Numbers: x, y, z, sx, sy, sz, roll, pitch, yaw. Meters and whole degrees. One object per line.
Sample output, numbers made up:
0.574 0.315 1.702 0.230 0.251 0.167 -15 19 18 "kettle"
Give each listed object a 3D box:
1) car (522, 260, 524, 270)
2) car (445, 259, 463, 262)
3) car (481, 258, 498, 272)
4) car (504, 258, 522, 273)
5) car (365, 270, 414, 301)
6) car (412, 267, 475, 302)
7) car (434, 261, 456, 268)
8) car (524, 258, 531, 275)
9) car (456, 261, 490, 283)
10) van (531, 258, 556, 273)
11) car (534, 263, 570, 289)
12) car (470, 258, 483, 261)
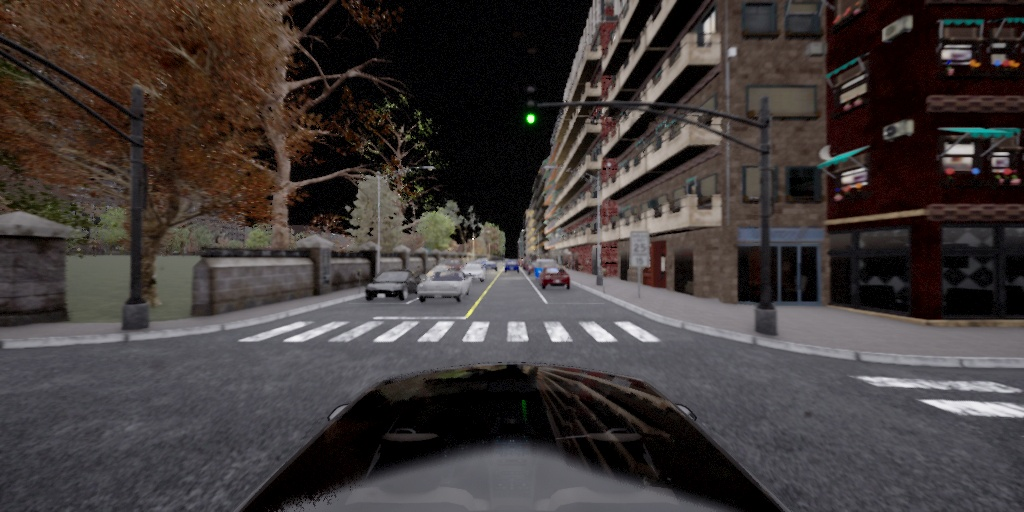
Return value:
2.676 1.438 45.939 2.007 1.370 4.403 0 0 0 "car"
-5.701 1.162 34.677 2.192 1.841 5.009 0 0 0 "car"
-3.030 1.432 50.857 1.812 1.442 4.674 0 0 0 "car"
-0.015 1.366 46.089 1.882 1.535 5.008 0 0 0 "car"
-5.695 1.360 17.786 1.948 1.339 4.313 0 0 0 "car"
-3.105 1.393 17.276 1.895 1.301 4.718 0 0 0 "car"
-5.698 1.354 28.877 1.751 1.417 4.829 0 0 0 "car"
2.678 1.307 40.309 1.967 1.591 4.097 0 0 0 "car"
-3.105 1.355 29.156 1.812 1.442 4.674 0 0 0 "car"
2.682 1.169 29.049 1.690 1.789 3.998 0 0 0 "van"
2.683 1.356 23.419 1.888 1.381 4.507 0 0 0 "car"
-5.706 1.349 51.567 1.967 1.591 4.097 0 0 0 "car"
